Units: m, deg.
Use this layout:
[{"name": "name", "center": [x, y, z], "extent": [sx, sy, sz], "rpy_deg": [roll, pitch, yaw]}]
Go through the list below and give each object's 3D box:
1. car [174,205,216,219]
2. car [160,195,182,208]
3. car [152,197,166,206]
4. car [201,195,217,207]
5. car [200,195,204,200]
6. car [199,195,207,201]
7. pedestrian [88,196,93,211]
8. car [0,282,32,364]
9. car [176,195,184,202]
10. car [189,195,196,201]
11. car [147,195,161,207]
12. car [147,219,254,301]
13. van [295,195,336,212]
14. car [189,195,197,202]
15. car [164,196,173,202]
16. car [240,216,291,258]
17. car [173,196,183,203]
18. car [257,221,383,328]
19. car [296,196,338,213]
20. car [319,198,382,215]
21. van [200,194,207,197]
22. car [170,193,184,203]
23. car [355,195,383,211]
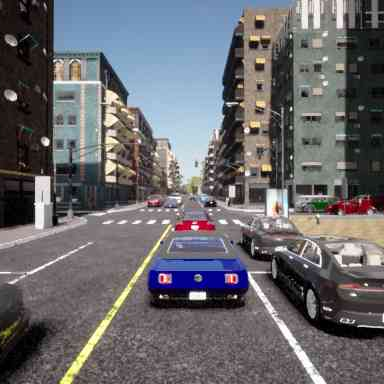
[{"name": "car", "center": [0.133, 1.570, 17.149], "extent": [1.994, 1.385, 4.181], "rpy_deg": [0, 0, 0]}, {"name": "car", "center": [-2.993, 1.566, 48.647], "extent": [2.033, 1.411, 5.357], "rpy_deg": [0, 0, 1]}, {"name": "car", "center": [-5.552, 1.566, 56.294], "extent": [1.887, 1.381, 4.507], "rpy_deg": [1, 0, 0]}, {"name": "car", "center": [2.815, 1.585, 50.664], "extent": [1.947, 1.339, 4.313], "rpy_deg": [1, 0, 0]}, {"name": "car", "center": [2.827, 1.604, 56.234], "extent": [1.802, 1.307, 4.206], "rpy_deg": [1, 0, 0]}, {"name": "car", "center": [2.903, 1.582, 89.661], "extent": [1.887, 1.381, 4.507], "rpy_deg": [1, 0, 0]}, {"name": "pedestrian", "center": [-12.437, 1.348, 40.663], "extent": [0.375, 1.860, 0.375], "rpy_deg": [0, 0, 1]}, {"name": "car", "center": [-3.102, 1.548, 2.198], "extent": [2.033, 1.411, 5.357], "rpy_deg": [0, 0, 0]}, {"name": "car", "center": [-2.822, 1.533, 78.999], "extent": [1.837, 1.490, 4.892], "rpy_deg": [0, 0, 0]}, {"name": "car", "center": [0.203, 1.562, 90.095], "extent": [1.812, 1.442, 4.674], "rpy_deg": [0, 0, 0]}, {"name": "car", "center": [-5.561, 1.334, 50.722], "extent": [2.192, 1.841, 5.009], "rpy_deg": [1, 0, 0]}, {"name": "car", "center": [0.118, 1.603, 8.286], "extent": [1.895, 1.301, 4.718], "rpy_deg": [0, 0, 0]}, {"name": "van", "center": [13.848, 1.296, 37.459], "extent": [3.998, 1.788, 1.690], "rpy_deg": [0, 0, 1]}, {"name": "car", "center": [0.179, 1.558, 79.712], "extent": [2.128, 1.511, 4.902], "rpy_deg": [0, 0, 0]}, {"name": "car", "center": [-5.502, 1.598, 78.578], "extent": [1.947, 1.339, 4.313], "rpy_deg": [1, 0, 0]}, {"name": "car", "center": [2.858, 1.555, 12.471], "extent": [2.008, 1.369, 4.403], "rpy_deg": [1, 0, 0]}, {"name": "car", "center": [-2.854, 1.591, 68.590], "extent": [1.994, 1.385, 4.181], "rpy_deg": [0, 0, 0]}, {"name": "car", "center": [2.846, 1.553, 6.901], "extent": [2.008, 1.369, 4.403], "rpy_deg": [1, 0, 0]}, {"name": "car", "center": [13.413, 1.272, 34.879], "extent": [4.553, 1.767, 2.097], "rpy_deg": [0, -1, 1]}, {"name": "car", "center": [13.768, 1.413, 29.077], "extent": [4.206, 1.307, 1.802], "rpy_deg": [0, 0, 1]}, {"name": "van", "center": [2.880, 1.373, 78.520], "extent": [1.690, 1.788, 3.998], "rpy_deg": [1, 0, 0]}, {"name": "car", "center": [-2.946, 1.244, 58.648], "extent": [2.150, 2.045, 5.566], "rpy_deg": [0, 0, 1]}, {"name": "car", "center": [19.375, 1.228, 37.407], "extent": [5.009, 1.841, 2.192], "rpy_deg": [0, 0, 1]}]
